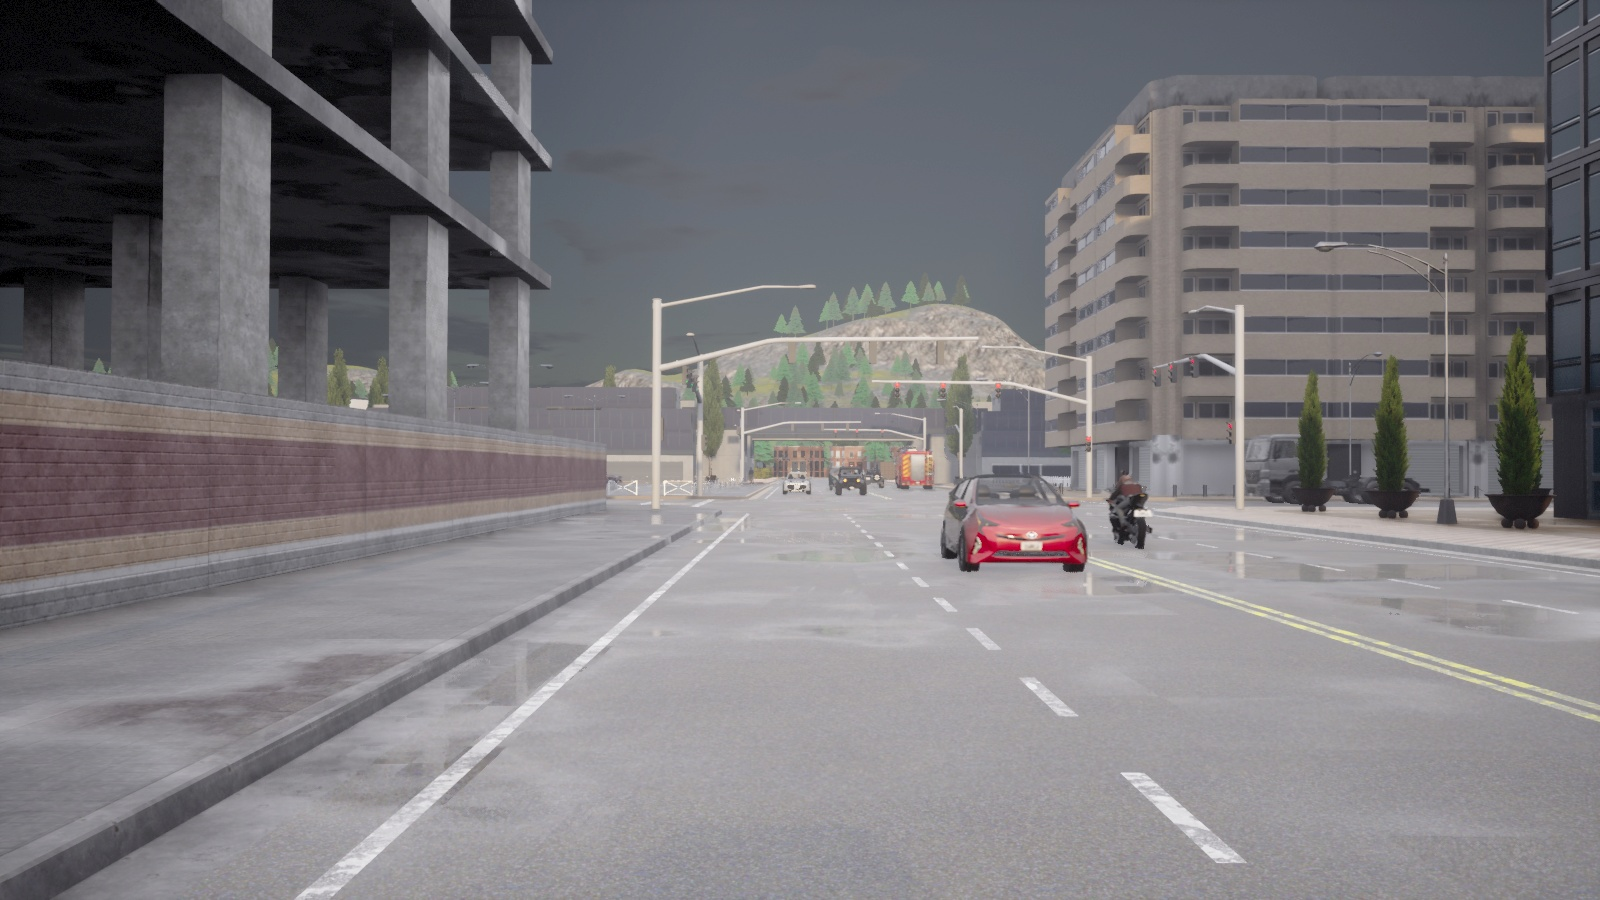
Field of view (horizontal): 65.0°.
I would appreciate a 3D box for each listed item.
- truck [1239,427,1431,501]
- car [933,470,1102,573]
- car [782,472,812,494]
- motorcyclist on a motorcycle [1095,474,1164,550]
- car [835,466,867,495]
[{"bbox_3d":[25.500,0.684,60.095,7.936,3.462,2.891,0,-1,0],"label":"truck"},{"bbox_3d":[3.452,1.097,20.846,2.007,1.525,4.514,0,-1,0],"label":"car"},{"bbox_3d":[-0.193,2.179,83.464,1.970,1.475,3.806,0,-1,0],"label":"car"},{"bbox_3d":[6.939,1.266,26.529,0.866,1.530,2.191,0,-1,0],"label":"motorcyclist on a motorcycle"},{"bbox_3d":[3.311,1.961,81.444,1.905,1.878,3.866,0,-1,0],"label":"car"}]
